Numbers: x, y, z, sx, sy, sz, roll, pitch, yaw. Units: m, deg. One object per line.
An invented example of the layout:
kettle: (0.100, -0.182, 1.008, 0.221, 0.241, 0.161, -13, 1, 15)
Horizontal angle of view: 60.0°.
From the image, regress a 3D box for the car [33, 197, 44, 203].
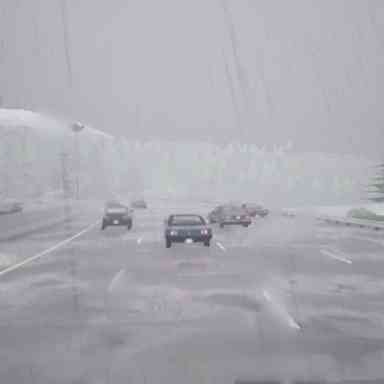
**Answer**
car: (-32.591, 1.753, 70.587, 2.097, 1.767, 4.553, -1, 0, -30)

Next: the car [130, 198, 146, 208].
car: (-8.420, 1.724, 51.436, 2.128, 1.511, 4.902, 0, 0, -20)

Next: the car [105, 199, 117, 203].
car: (-12.907, 1.856, 53.524, 1.994, 1.385, 4.181, 0, 0, -21)

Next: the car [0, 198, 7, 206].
car: (-38.845, 1.999, 67.427, 2.128, 1.511, 4.902, -1, 0, -30)

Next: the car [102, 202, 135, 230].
car: (-4.935, 1.642, 22.242, 1.812, 1.442, 4.674, 0, 0, -9)

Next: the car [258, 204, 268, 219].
car: (4.850, 1.614, 29.035, 1.895, 1.301, 4.718, -1, 0, -11)

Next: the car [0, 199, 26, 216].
car: (-17.720, 1.775, 31.937, 1.882, 1.535, 5.008, -1, 0, -13)

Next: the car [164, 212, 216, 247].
car: (-0.357, 1.644, 15.322, 1.895, 1.301, 4.718, -1, 0, -6)

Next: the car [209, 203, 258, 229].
car: (2.350, 1.574, 22.201, 2.033, 1.411, 5.357, -1, 0, -9)
